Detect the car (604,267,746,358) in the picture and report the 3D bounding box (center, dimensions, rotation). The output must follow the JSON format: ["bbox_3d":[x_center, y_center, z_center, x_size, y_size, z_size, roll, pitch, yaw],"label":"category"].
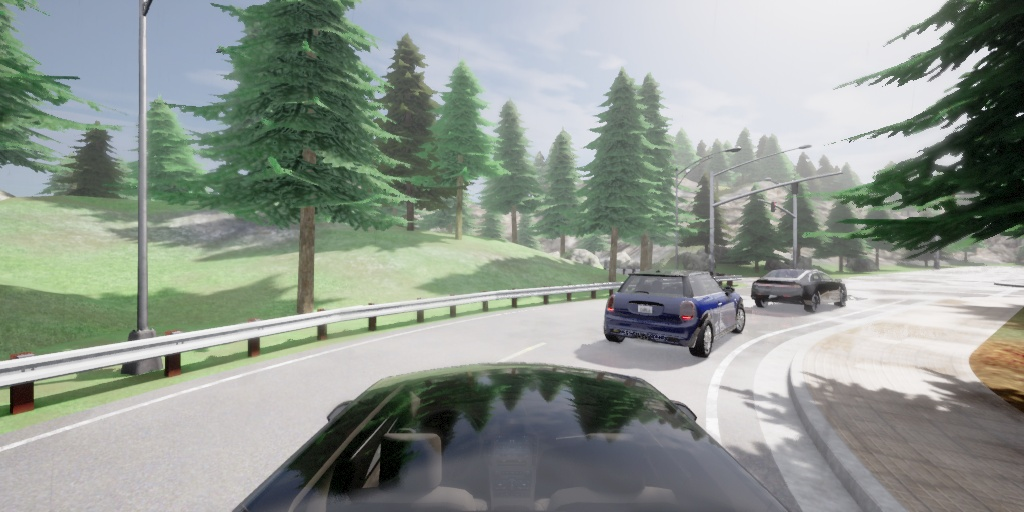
[{"bbox_3d":[4.162,1.109,8.877,2.097,1.767,4.553,0,0,43],"label":"car"}]

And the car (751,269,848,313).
[{"bbox_3d":[11.341,1.256,14.091,4.902,1.511,2.128,0,0,-32],"label":"car"}]
